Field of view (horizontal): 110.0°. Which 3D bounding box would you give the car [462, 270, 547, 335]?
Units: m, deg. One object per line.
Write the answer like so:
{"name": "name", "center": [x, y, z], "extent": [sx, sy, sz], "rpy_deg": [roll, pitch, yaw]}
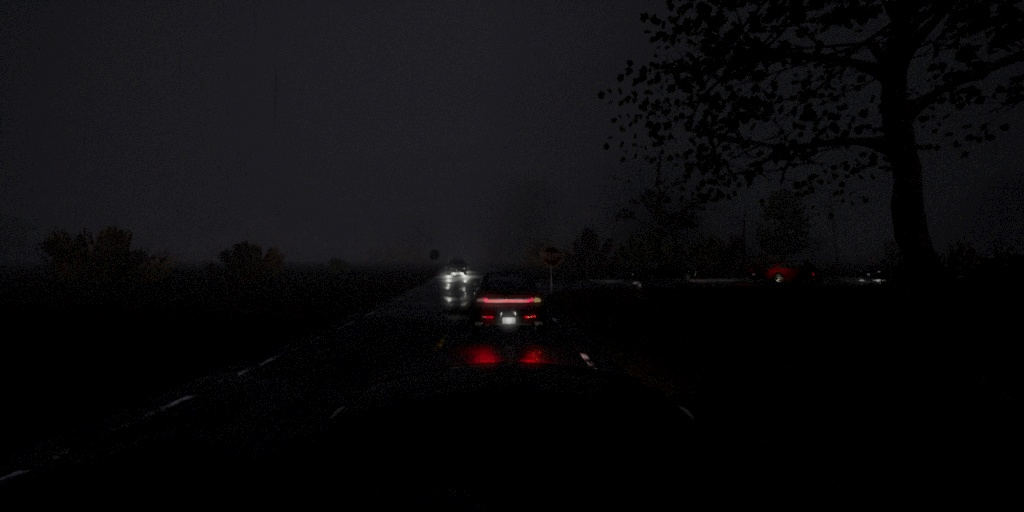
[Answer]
{"name": "car", "center": [-0.135, 1.190, 10.299], "extent": [2.128, 1.511, 4.902], "rpy_deg": [0, 0, -2]}

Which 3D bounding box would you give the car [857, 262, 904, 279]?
{"name": "car", "center": [32.481, 1.195, 30.470], "extent": [5.357, 1.411, 2.033], "rpy_deg": [0, 0, -9]}

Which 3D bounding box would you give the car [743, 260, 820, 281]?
{"name": "car", "center": [21.580, 1.129, 28.776], "extent": [4.902, 1.511, 2.128], "rpy_deg": [0, 0, -9]}

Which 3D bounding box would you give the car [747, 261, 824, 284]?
{"name": "car", "center": [19.157, 1.123, 25.179], "extent": [5.008, 1.535, 1.882], "rpy_deg": [0, 0, -9]}

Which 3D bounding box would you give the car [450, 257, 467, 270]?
{"name": "car", "center": [-7.053, 0.959, 47.116], "extent": [2.128, 1.511, 4.902], "rpy_deg": [0, 0, -9]}

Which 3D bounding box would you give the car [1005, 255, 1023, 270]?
{"name": "car", "center": [42.861, 0.892, 28.911], "extent": [5.566, 2.045, 2.150], "rpy_deg": [0, 0, -8]}

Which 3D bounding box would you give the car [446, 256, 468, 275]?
{"name": "car", "center": [-5.342, 1.049, 35.036], "extent": [1.837, 1.490, 4.892], "rpy_deg": [0, 0, -7]}

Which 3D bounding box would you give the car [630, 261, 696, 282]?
{"name": "car", "center": [11.426, 1.131, 27.185], "extent": [4.892, 1.490, 1.837], "rpy_deg": [0, 0, -9]}

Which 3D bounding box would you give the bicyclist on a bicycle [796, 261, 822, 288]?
{"name": "bicyclist on a bicycle", "center": [18.043, 1.113, 21.796], "extent": [0.582, 1.620, 1.656], "rpy_deg": [0, 0, -9]}
